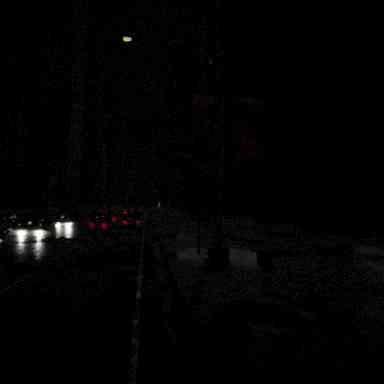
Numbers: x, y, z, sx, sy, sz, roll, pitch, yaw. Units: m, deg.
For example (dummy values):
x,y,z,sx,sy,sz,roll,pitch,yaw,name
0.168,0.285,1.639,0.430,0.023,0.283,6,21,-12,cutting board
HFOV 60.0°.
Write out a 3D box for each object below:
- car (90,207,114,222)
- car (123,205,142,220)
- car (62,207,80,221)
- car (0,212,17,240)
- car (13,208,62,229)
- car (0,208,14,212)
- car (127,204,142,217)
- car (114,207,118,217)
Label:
x,y,z,sx,sy,sz,roll,pitch,yaw,name
-10.271,2.522,37.427,1.812,1.442,4.674,2,-2,-7,car
-7.632,2.592,42.404,2.097,1.767,4.553,2,-2,-8,car
-13.498,2.359,36.301,2.128,1.511,4.902,2,-2,-7,car
-10.770,1.873,16.464,1.895,1.301,4.718,2,-2,-8,car
-12.146,2.133,26.380,1.994,1.385,4.181,2,-2,-7,car
-15.491,2.015,26.812,1.812,1.442,4.674,2,-2,-7,car
-9.033,2.891,52.394,2.097,1.767,4.553,2,-2,-8,car
-11.865,2.854,48.527,1.812,1.442,4.674,2,-2,-8,car
